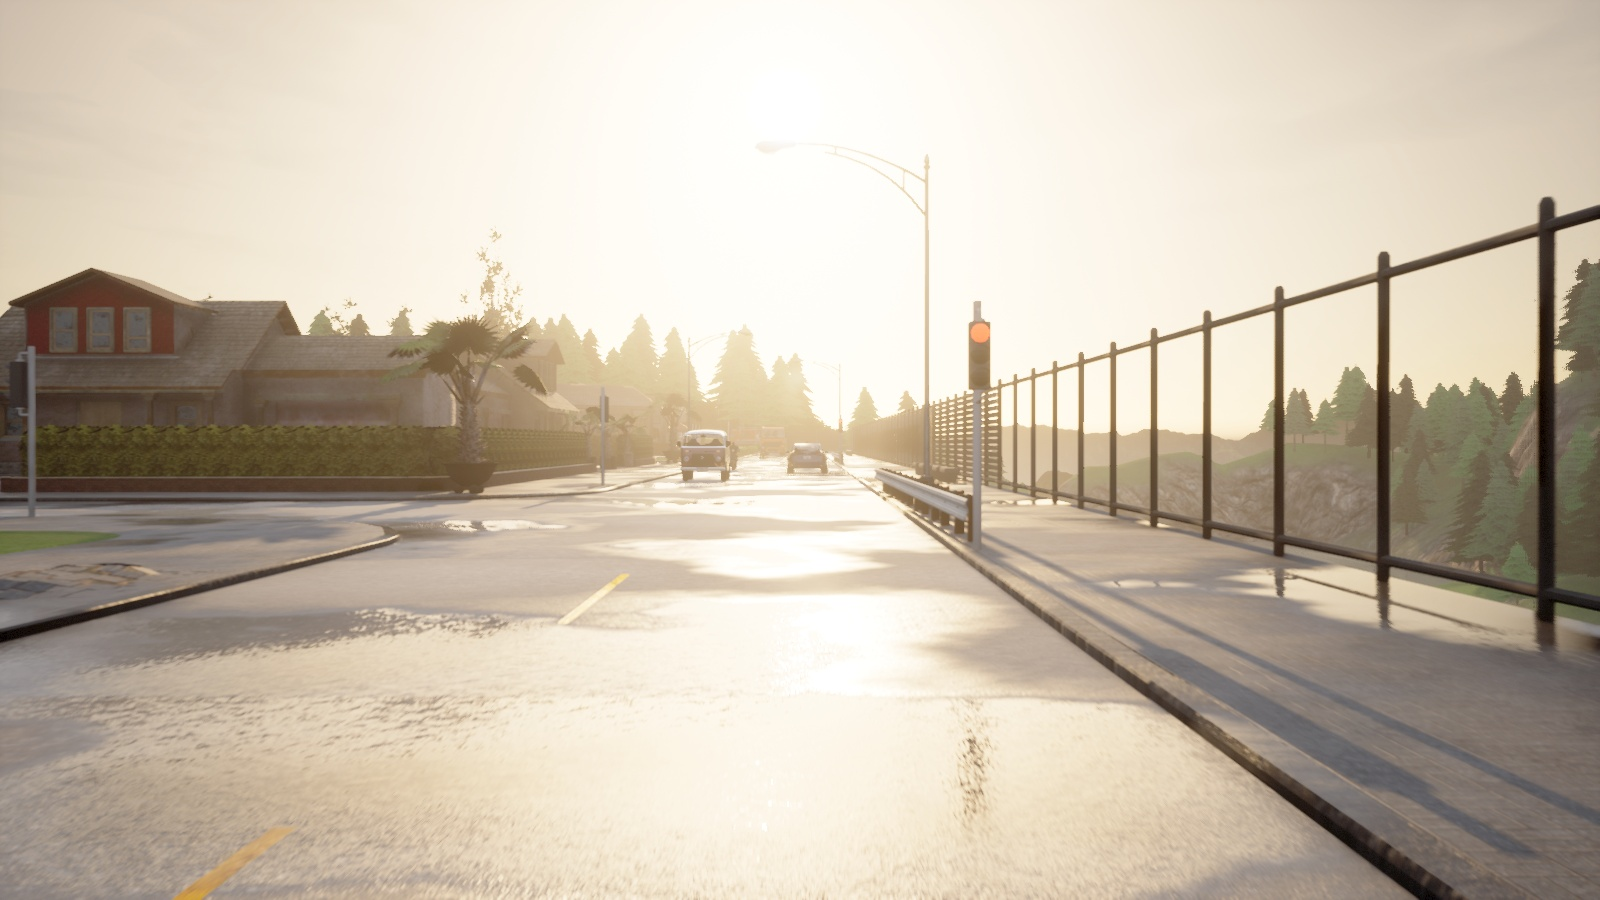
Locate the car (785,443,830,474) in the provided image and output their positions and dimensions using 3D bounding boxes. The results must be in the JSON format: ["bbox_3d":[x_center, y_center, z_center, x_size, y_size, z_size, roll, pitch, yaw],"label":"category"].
[{"bbox_3d":[0.366,0.392,62.886,2.163,1.488,4.792,0,0,0],"label":"car"}]

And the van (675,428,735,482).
[{"bbox_3d":[-3.732,0.185,49.890,2.069,2.038,4.480,0,0,0],"label":"van"}]
